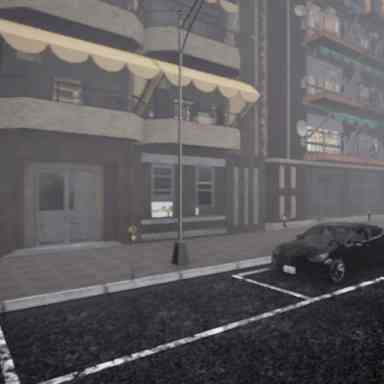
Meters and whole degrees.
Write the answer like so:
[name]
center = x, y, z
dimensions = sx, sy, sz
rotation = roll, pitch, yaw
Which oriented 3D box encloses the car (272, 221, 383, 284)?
[car]
center = 4.206, 1.555, 9.547
dimensions = 4.313, 1.339, 1.947
rotation = 0, 0, -35
